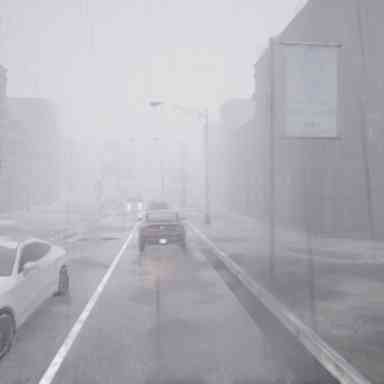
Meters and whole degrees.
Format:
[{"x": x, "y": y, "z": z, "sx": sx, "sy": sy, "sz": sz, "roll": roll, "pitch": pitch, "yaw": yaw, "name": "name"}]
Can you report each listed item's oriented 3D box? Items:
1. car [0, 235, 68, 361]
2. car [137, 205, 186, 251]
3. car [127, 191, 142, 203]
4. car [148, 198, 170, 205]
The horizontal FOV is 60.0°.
[{"x": -3.615, "y": 1.588, "z": 6.003, "sx": 1.812, "sy": 1.442, "sz": 4.674, "roll": -1, "pitch": 0, "yaw": -5, "name": "car"}, {"x": -1.307, "y": 1.537, "z": 14.494, "sx": 1.837, "sy": 1.490, "sz": 4.892, "roll": -1, "pitch": 0, "yaw": -6, "name": "car"}, {"x": -7.885, "y": 0.678, "z": 45.921, "sx": 1.812, "sy": 1.442, "sz": 4.674, "roll": -1, "pitch": 4, "yaw": -6, "name": "car"}, {"x": -3.150, "y": 1.338, "z": 31.769, "sx": 1.837, "sy": 1.490, "sz": 4.892, "roll": -1, "pitch": 2, "yaw": -6, "name": "car"}]
